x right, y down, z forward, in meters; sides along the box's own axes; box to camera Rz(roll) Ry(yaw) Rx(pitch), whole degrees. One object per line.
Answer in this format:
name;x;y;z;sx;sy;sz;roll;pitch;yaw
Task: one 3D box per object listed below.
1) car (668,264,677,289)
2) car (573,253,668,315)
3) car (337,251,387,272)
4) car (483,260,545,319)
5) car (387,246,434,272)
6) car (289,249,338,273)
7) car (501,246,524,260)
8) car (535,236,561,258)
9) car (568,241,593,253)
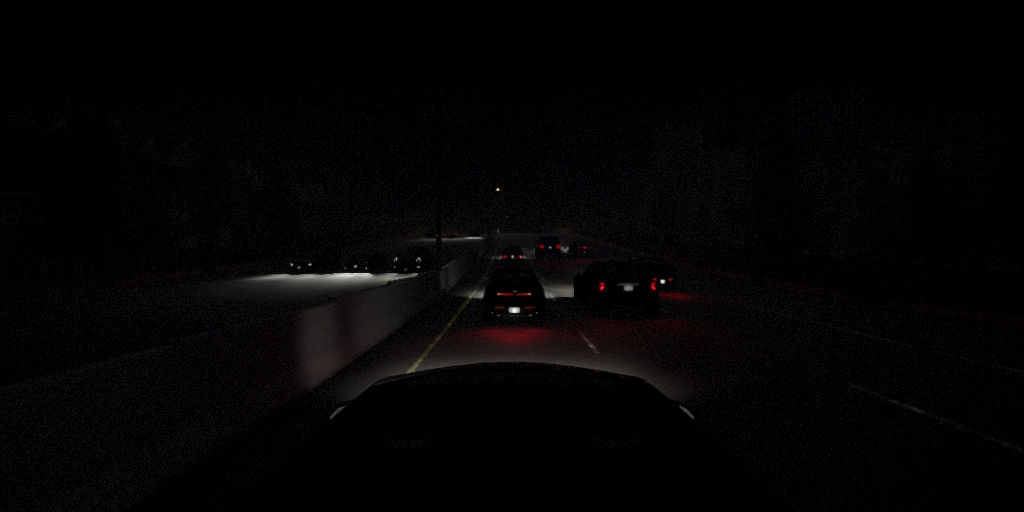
car;7.072;0.802;19.235;1.837;1.490;4.892;0;3;0
car;3.572;0.939;13.090;2.097;1.767;4.553;0;2;0
car;-10.635;0.342;26.332;1.994;1.385;4.181;0;5;0
car;0.072;1.126;12.219;1.837;1.490;4.892;0;2;0
car;-7.135;0.136;26.246;2.097;1.767;4.553;0;5;0
car;-14.135;0.297;26.181;1.837;1.490;4.892;0;5;0
car;0.054;-0.128;31.054;2.033;1.411;5.357;0;6;0
car;3.548;-1.002;35.984;2.150;2.045;5.566;0;7;0
car;7.045;-0.853;37.061;2.128;1.511;4.902;0;6;0
